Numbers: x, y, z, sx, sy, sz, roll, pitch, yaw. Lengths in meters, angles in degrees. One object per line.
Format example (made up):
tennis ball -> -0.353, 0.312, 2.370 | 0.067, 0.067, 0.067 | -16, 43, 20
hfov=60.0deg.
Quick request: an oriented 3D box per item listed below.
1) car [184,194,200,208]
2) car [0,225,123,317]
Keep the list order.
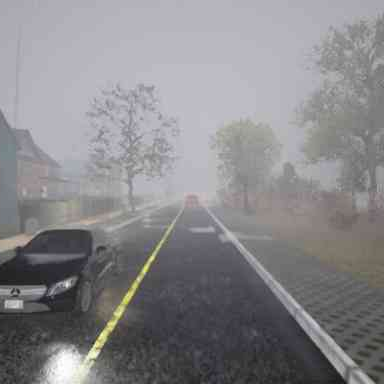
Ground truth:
car -> 0.011, 1.337, 51.561 | 2.150, 2.045, 5.566 | 0, 0, 0
car -> -2.832, 1.542, 7.647 | 1.812, 1.442, 4.674 | 0, 0, 0
